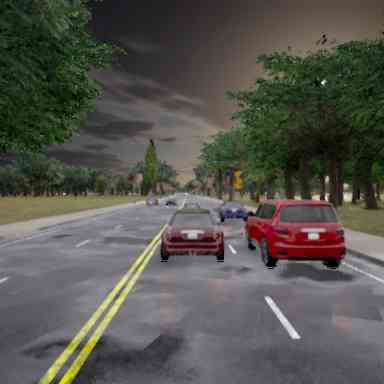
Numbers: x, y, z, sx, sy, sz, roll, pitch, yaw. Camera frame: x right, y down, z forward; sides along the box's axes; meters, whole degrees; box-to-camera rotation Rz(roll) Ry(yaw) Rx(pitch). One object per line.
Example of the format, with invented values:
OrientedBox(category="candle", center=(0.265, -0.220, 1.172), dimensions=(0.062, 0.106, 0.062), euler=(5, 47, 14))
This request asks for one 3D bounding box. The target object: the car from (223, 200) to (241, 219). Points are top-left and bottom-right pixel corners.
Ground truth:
OrientedBox(category="car", center=(3.241, 1.449, 27.557), dimensions=(2.097, 1.767, 4.553), euler=(0, 0, 0))

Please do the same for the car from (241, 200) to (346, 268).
OrientedBox(category="car", center=(3.274, 1.265, 11.567), dimensions=(2.150, 2.045, 5.566), euler=(0, 0, 1))

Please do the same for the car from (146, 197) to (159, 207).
OrientedBox(category="car", center=(-6.759, 1.692, 56.970), dimensions=(2.128, 1.511, 4.902), euler=(0, 0, 0))

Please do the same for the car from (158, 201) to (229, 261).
OrientedBox(category="car", center=(0.031, 1.396, 12.545), dimensions=(2.097, 1.767, 4.553), euler=(0, 0, 0))

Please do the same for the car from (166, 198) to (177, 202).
OrientedBox(category="car", center=(-3.502, 1.748, 57.004), dimensions=(2.033, 1.411, 5.357), euler=(0, 0, 0))

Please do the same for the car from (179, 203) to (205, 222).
OrientedBox(category="car", center=(-0.007, 1.664, 27.899), dimensions=(1.994, 1.385, 4.181), euler=(0, 0, 0))
